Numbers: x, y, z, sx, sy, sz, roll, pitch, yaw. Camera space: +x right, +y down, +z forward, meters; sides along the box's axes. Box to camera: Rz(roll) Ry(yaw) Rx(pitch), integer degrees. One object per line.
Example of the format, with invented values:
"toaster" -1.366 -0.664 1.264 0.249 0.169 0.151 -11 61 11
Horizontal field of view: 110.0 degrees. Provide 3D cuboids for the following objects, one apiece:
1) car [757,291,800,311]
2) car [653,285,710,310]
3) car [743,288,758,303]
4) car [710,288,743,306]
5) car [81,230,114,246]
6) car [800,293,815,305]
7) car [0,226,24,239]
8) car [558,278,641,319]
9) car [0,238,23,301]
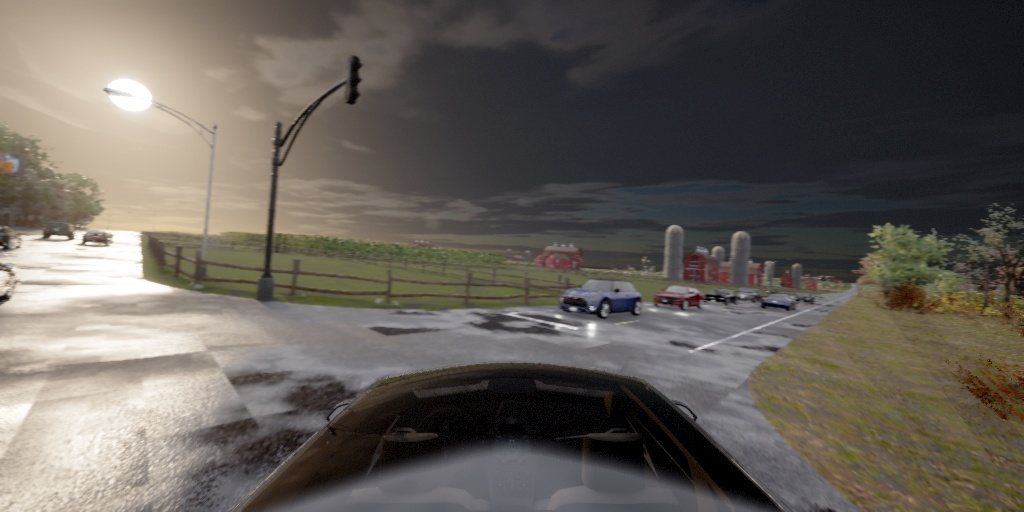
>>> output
"car" 22.756 3.824 30.573 1.994 1.385 4.181 3 -2 44
"car" 11.149 2.671 23.865 1.882 1.535 5.008 3 -2 44
"car" 25.403 4.179 38.562 2.128 1.511 4.902 3 -2 44
"car" 18.168 3.531 31.141 1.895 1.301 4.718 3 -2 44
"car" -43.091 -1.890 37.196 4.892 1.490 1.837 4 -1 44
"car" 36.547 5.310 44.878 1.895 1.301 4.718 3 -2 44
"car" -33.096 -1.213 22.850 4.892 1.490 1.837 4 -1 44
"car" 4.190 1.816 16.687 2.097 1.767 4.553 3 -2 45
"car" -11.537 0.419 6.920 5.357 1.411 2.033 4 -1 44
